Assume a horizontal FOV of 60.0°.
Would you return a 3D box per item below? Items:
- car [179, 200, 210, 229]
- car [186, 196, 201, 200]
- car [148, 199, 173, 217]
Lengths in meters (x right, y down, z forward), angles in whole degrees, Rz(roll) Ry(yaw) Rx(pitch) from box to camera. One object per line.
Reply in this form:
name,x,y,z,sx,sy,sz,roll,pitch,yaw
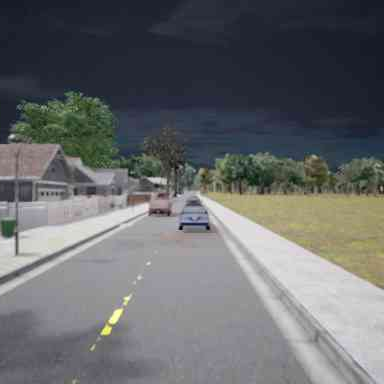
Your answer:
car,0.146,1.469,20.736,2.033,1.411,5.357,0,0,0
car,0.194,1.339,42.372,1.837,1.490,4.892,0,1,0
car,-2.780,1.360,30.021,1.882,1.535,5.008,0,0,0
